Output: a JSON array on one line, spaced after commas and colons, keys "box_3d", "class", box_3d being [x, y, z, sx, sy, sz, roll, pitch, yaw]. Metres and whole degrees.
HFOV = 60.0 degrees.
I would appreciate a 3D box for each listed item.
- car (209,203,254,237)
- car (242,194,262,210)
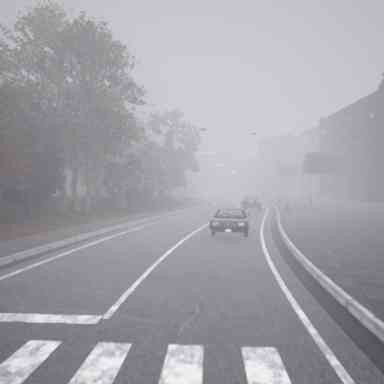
[{"box_3d": [2.170, 1.529, 17.979, 1.895, 1.301, 4.718, 1, 1, 11], "class": "car"}, {"box_3d": [6.754, 1.056, 37.588, 2.097, 1.767, 4.553, 1, 1, 12], "class": "car"}]
